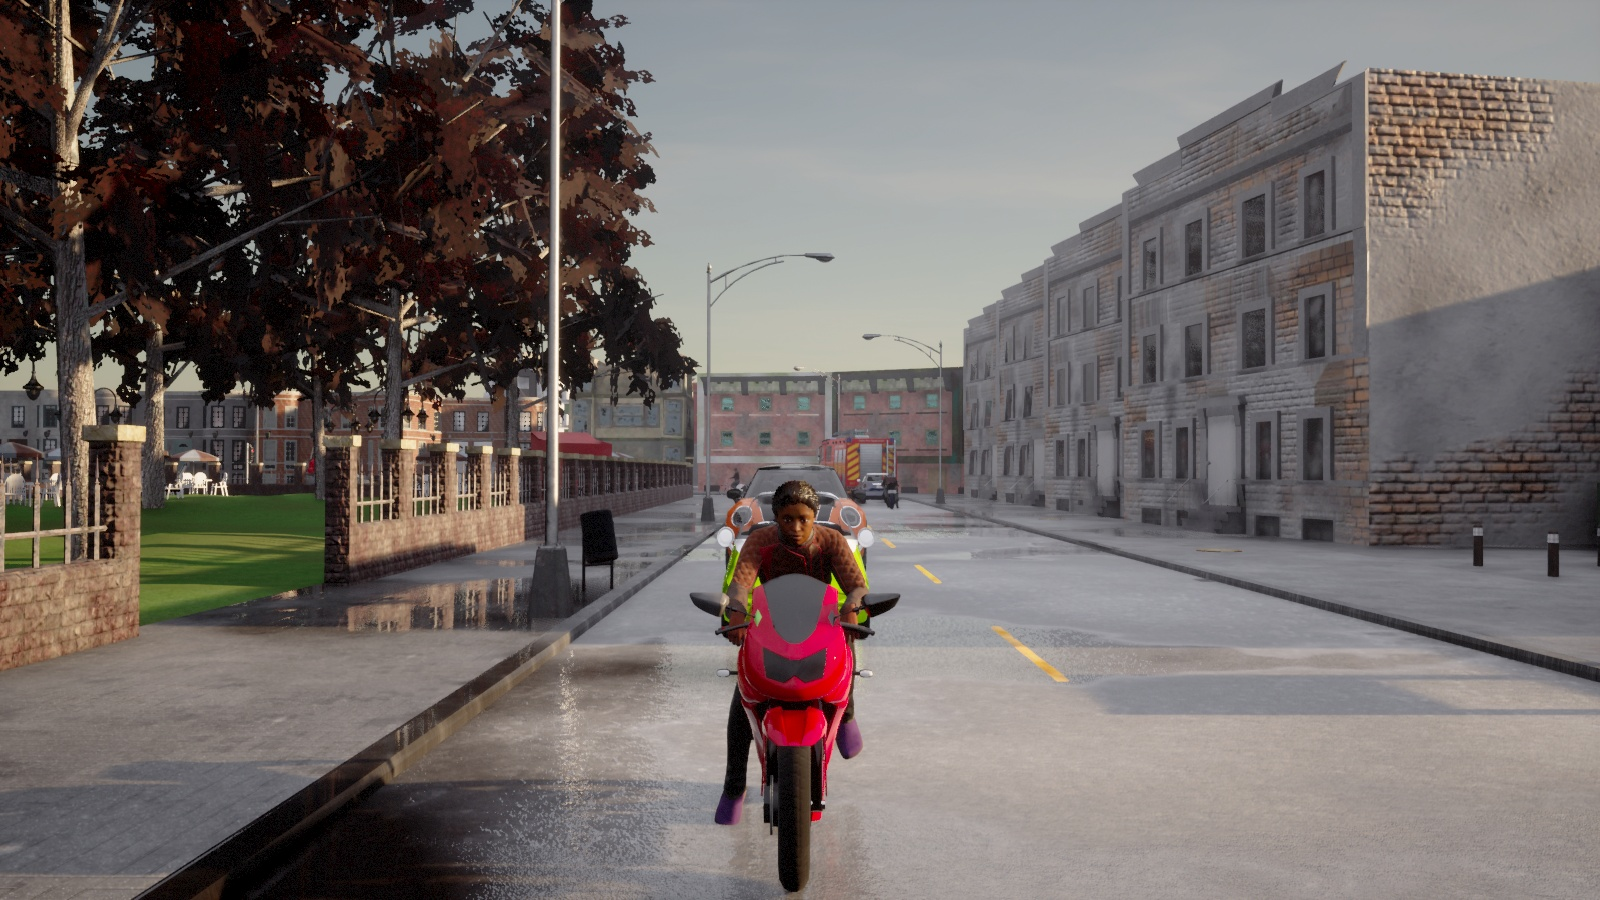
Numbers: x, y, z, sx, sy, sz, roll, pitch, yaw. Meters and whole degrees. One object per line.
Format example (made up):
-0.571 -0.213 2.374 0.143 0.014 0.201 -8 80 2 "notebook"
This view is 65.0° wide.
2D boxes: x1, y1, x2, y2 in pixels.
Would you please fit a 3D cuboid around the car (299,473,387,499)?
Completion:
-27.055 2.117 74.472 4.514 1.525 2.007 0 -1 0 "car"

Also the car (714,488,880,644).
-0.032 1.077 12.395 1.481 1.376 2.207 0 -1 0 "car"

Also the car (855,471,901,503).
3.787 1.794 61.448 1.970 1.475 3.806 0 -1 0 "car"

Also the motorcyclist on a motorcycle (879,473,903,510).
3.823 1.722 52.983 0.866 1.530 2.191 0 -1 0 "motorcyclist on a motorcycle"

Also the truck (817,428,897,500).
3.109 0.832 71.245 2.891 3.827 8.468 0 -1 -9 "truck"

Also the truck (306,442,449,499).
-26.326 1.253 78.481 7.936 3.462 2.891 0 -1 0 "truck"

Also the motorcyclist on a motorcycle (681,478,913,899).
-0.014 0.887 5.366 0.797 1.523 2.044 0 -1 0 "motorcyclist on a motorcycle"

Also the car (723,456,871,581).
-0.053 1.010 20.121 2.097 1.767 4.553 0 -1 0 "car"
